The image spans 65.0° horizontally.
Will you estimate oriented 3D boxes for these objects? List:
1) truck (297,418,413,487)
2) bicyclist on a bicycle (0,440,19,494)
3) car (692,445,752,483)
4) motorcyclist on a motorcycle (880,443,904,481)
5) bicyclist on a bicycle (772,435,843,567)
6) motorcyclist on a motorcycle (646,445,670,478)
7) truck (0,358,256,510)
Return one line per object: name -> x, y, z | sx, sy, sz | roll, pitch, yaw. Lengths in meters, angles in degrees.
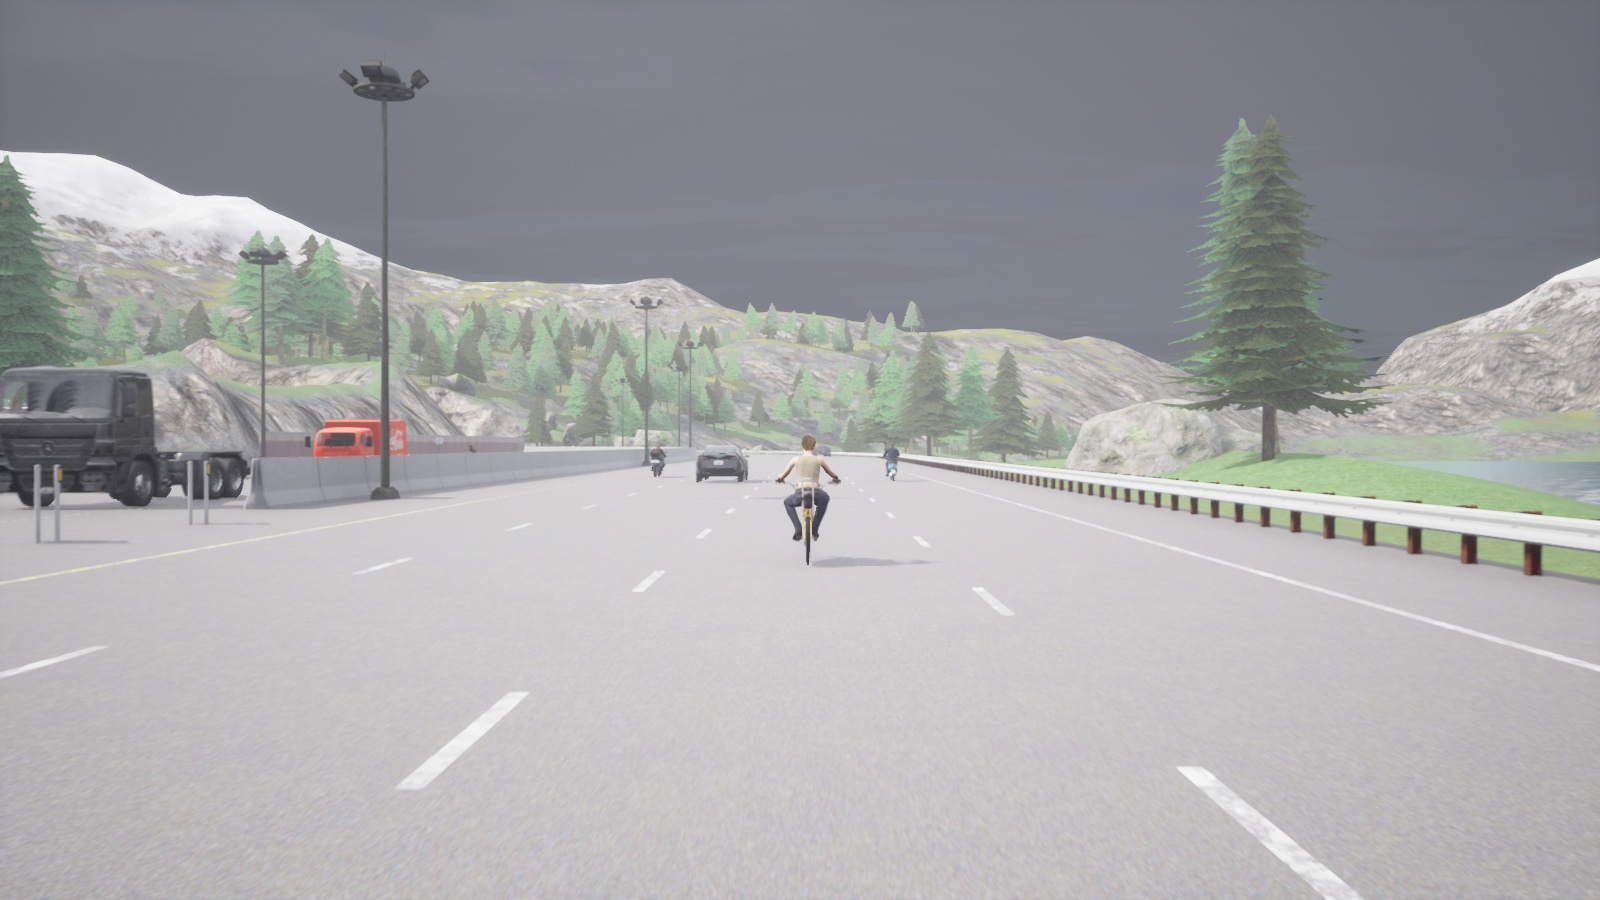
truck -> -17.214, 0.020, 48.906 | 2.627, 2.467, 5.204 | 0, 2, 0
bicyclist on a bicycle -> -24.268, 0.511, 37.548 | 0.866, 1.612, 1.509 | 0, 0, 1
car -> -3.190, 0.533, 52.084 | 2.163, 1.488, 4.792 | 0, 0, 0
motorcyclist on a motorcycle -> 3.812, 0.491, 52.335 | 0.866, 1.590, 1.817 | 0, 0, 0
bicyclist on a bicycle -> 0.103, 0.618, 16.073 | 0.866, 1.612, 1.509 | 0, 0, 1
motorcyclist on a motorcycle -> -6.650, 0.537, 58.871 | 0.866, 1.530, 2.191 | 0, 0, 0
truck -> -17.268, -0.381, 32.540 | 2.891, 3.462, 7.936 | 0, 0, 0
